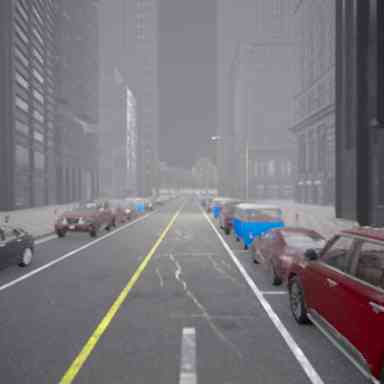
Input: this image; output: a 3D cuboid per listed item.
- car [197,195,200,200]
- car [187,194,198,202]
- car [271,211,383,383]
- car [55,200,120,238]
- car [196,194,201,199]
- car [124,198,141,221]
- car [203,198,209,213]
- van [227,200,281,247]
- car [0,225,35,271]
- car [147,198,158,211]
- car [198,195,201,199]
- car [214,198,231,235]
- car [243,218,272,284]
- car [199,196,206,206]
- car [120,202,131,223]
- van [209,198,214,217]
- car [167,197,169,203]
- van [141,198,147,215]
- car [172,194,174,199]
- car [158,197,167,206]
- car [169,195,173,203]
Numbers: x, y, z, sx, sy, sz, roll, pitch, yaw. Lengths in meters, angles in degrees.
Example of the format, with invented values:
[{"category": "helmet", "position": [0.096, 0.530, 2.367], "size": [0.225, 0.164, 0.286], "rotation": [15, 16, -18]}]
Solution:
[{"category": "car", "position": [2.556, 1.779, 65.297], "size": [2.008, 1.369, 4.403], "rotation": [-1, 0, 0]}, {"category": "car", "position": [-0.251, 1.637, 82.476], "size": [2.128, 1.511, 4.902], "rotation": [0, 0, 0]}, {"category": "car", "position": [2.748, 1.327, 4.185], "size": [2.192, 1.841, 5.009], "rotation": [-1, 0, 0]}, {"category": "car", "position": [-5.829, 1.400, 18.626], "size": [2.192, 1.841, 5.009], "rotation": [-1, 0, 0]}, {"category": "car", "position": [2.524, 1.778, 75.873], "size": [1.752, 1.417, 4.829], "rotation": [-1, 0, 0]}, {"category": "car", "position": [-5.857, 1.562, 28.398], "size": [1.967, 1.590, 4.097], "rotation": [-1, 0, 0]}, {"category": "car", "position": [2.636, 1.727, 39.284], "size": [1.802, 1.307, 4.206], "rotation": [-1, 0, 0]}, {"category": "van", "position": [2.729, 1.393, 14.360], "size": [1.690, 1.788, 3.998], "rotation": [-1, 0, 0]}, {"category": "car", "position": [-5.796, 1.598, 8.853], "size": [2.008, 1.369, 4.403], "rotation": [-1, 0, 0]}, {"category": "car", "position": [-5.903, 1.616, 43.235], "size": [1.967, 1.590, 4.097], "rotation": [-1, 0, 0]}, {"category": "car", "position": [2.572, 1.780, 60.095], "size": [1.947, 1.339, 4.313], "rotation": [-1, 0, 0]}, {"category": "car", "position": [2.719, 1.386, 19.447], "size": [2.192, 1.841, 5.009], "rotation": [-1, 0, 0]}, {"category": "car", "position": [2.743, 1.614, 9.271], "size": [1.802, 1.307, 4.206], "rotation": [-1, 0, 0]}, {"category": "car", "position": [2.588, 1.764, 54.892], "size": [1.947, 1.339, 4.313], "rotation": [-1, 0, 0]}, {"category": "car", "position": [-5.841, 1.648, 23.512], "size": [1.887, 1.381, 4.507], "rotation": [-1, 0, 0]}, {"category": "van", "position": [2.700, 1.451, 29.622], "size": [1.690, 1.788, 3.998], "rotation": [-1, 0, 0]}, {"category": "car", "position": [-5.967, 1.826, 64.746], "size": [1.802, 1.307, 4.206], "rotation": [-1, 0, 0]}, {"category": "van", "position": [-5.874, 1.481, 33.285], "size": [1.690, 1.788, 3.998], "rotation": [-1, 0, 0]}, {"category": "car", "position": [-6.017, 1.845, 80.881], "size": [1.947, 1.339, 4.313], "rotation": [-1, 0, 0]}, {"category": "car", "position": [-5.951, 1.773, 59.369], "size": [1.887, 1.381, 4.507], "rotation": [-1, 0, 0]}, {"category": "car", "position": [-6.000, 1.820, 75.502], "size": [2.008, 1.369, 4.403], "rotation": [-1, 0, 0]}]
